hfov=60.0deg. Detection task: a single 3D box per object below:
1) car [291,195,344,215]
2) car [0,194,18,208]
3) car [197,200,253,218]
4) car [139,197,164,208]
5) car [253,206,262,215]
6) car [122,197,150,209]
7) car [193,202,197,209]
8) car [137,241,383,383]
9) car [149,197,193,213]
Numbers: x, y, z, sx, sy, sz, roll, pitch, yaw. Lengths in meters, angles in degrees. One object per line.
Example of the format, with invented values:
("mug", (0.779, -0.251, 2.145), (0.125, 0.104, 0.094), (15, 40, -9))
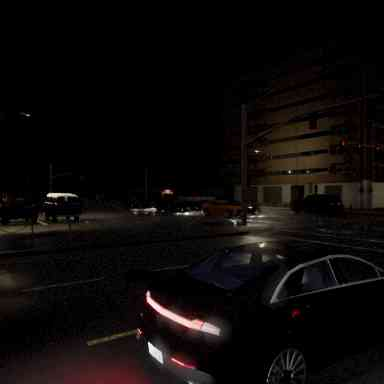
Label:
("car", (12.931, 1.277, 34.523), (2.150, 2.045, 5.566), (0, 0, -30))
("car", (-31.378, 1.209, 56.581), (1.932, 1.855, 4.605), (0, 0, -34))
("car", (2.966, 1.533, 30.973), (1.882, 1.535, 5.008), (0, 0, -34))
("car", (-6.199, 1.560, 50.652), (1.837, 1.490, 4.892), (0, 0, -34))
("car", (4.763, 1.603, 34.550), (2.033, 1.411, 5.357), (0, 0, -34))
("car", (-8.413, 1.533, 47.679), (1.882, 1.535, 5.008), (0, 0, -34))
("car", (-0.636, 1.656, 42.472), (1.895, 1.301, 4.718), (0, 0, -34))
("car", (1.620, 1.492, 4.895), (4.902, 1.511, 2.128), (0, 0, -34))
("car", (-2.565, 1.603, 39.085), (2.033, 1.411, 5.357), (0, 0, -34))
